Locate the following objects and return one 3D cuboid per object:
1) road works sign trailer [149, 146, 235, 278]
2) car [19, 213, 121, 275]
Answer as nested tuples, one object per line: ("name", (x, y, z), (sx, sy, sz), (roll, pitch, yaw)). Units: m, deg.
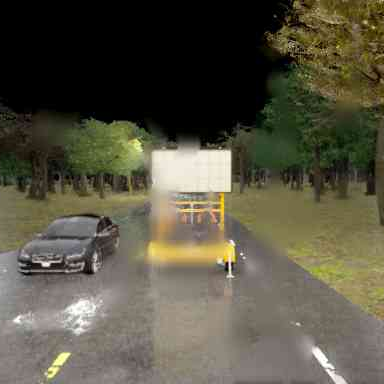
("road works sign trailer", (-0.001, 0.434, 10.069), (2.380, 3.560, 2.880), (0, 0, 0))
("car", (-3.501, 1.473, 10.406), (1.837, 1.490, 4.892), (0, 0, 0))
